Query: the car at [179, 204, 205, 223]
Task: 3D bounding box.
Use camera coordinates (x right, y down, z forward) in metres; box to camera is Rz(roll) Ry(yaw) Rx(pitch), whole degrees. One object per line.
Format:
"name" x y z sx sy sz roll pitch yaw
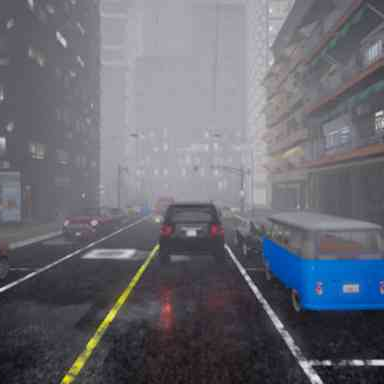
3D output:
"car" 0.013 1.806 28.525 1.994 1.385 4.181 0 0 0

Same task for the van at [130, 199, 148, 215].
"van" -5.715 1.642 35.488 1.690 1.788 3.998 -1 0 0

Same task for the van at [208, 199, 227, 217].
"van" 2.665 1.642 35.462 1.690 1.788 3.998 -1 0 0

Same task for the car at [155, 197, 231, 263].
"car" 0.004 1.332 12.590 2.150 2.045 5.566 0 0 0

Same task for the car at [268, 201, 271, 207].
"car" 15.221 1.810 54.795 5.009 1.841 2.192 0 0 0

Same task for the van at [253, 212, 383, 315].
"van" 2.674 1.405 7.453 1.690 1.788 3.998 -1 0 0

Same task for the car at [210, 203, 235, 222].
"car" 2.670 1.780 30.029 1.752 1.417 4.829 -1 0 0

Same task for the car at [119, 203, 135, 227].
"car" -5.708 1.771 24.282 1.947 1.339 4.313 -1 0 0

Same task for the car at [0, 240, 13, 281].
"car" -5.703 1.646 7.477 1.802 1.307 4.206 -1 0 0

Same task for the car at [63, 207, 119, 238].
"car" -5.708 1.598 18.682 1.967 1.590 4.097 -1 0 0

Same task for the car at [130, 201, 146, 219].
"car" -5.710 1.804 29.885 2.008 1.369 4.403 -1 0 0

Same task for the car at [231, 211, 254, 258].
"car" 2.675 1.662 13.054 2.008 1.369 4.403 -1 0 0
